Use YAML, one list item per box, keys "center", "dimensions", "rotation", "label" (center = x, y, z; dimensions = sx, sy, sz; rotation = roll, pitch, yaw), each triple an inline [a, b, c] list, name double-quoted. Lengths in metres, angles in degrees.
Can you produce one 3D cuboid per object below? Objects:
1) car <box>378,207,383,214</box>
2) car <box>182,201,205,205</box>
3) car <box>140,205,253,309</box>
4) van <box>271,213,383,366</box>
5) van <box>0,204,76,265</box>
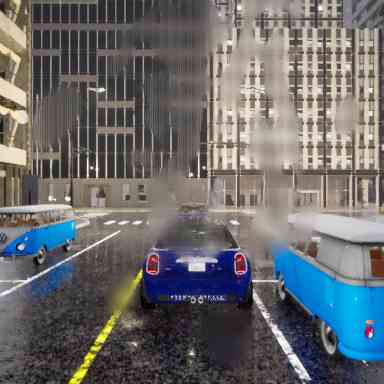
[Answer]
- center: [18.980, 1.490, 29.080]
  dimensions: [4.829, 1.417, 1.752]
  rotation: [0, 0, 0]
  label: "car"
- center: [0.085, 1.359, 18.057]
  dimensions: [2.097, 1.767, 4.553]
  rotation: [0, 0, 0]
  label: "car"
- center: [0.083, 1.354, 8.031]
  dimensions: [2.097, 1.767, 4.553]
  rotation: [0, 0, 0]
  label: "car"
- center: [2.558, 1.343, 5.658]
  dimensions: [1.690, 1.788, 3.998]
  rotation: [0, 0, 0]
  label: "van"
- center: [-5.335, 1.345, 11.325]
  dimensions: [1.690, 1.788, 3.998]
  rotation: [0, 0, 0]
  label: "van"
